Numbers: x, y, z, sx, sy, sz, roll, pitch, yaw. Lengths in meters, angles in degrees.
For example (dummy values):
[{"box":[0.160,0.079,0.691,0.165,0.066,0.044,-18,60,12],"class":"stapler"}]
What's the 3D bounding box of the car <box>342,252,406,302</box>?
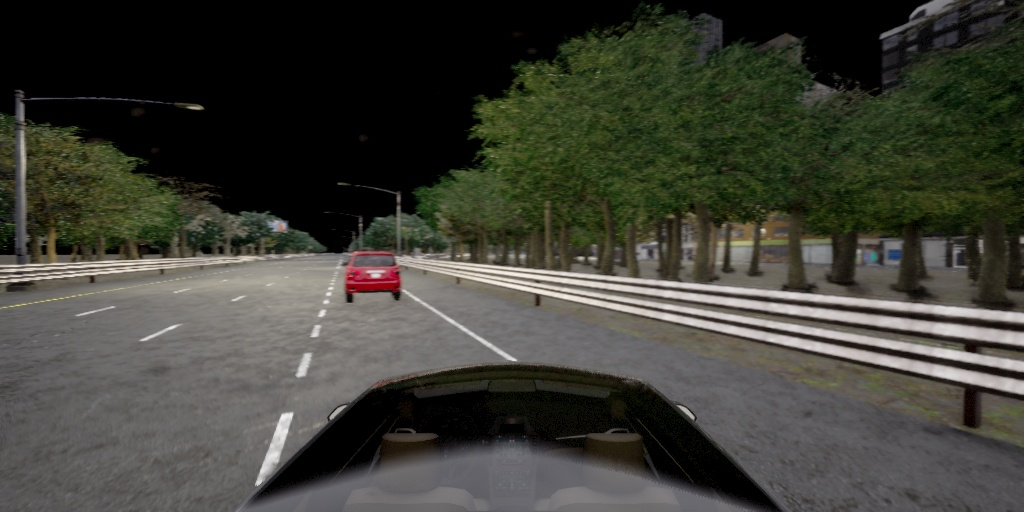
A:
[{"box":[-6.412,0.826,16.307,2.150,2.045,5.566,0,1,-25],"class":"car"}]
